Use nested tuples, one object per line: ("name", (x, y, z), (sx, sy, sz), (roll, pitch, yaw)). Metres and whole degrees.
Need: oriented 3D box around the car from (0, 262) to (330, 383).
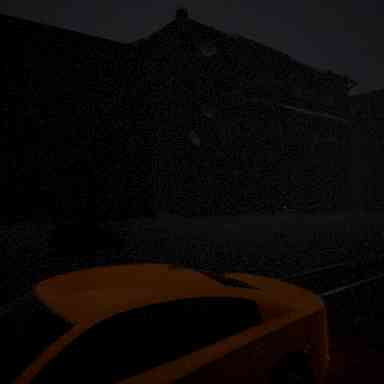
("car", (-0.829, 1.477, 2.872), (5.008, 1.535, 1.882), (0, 0, -37))
